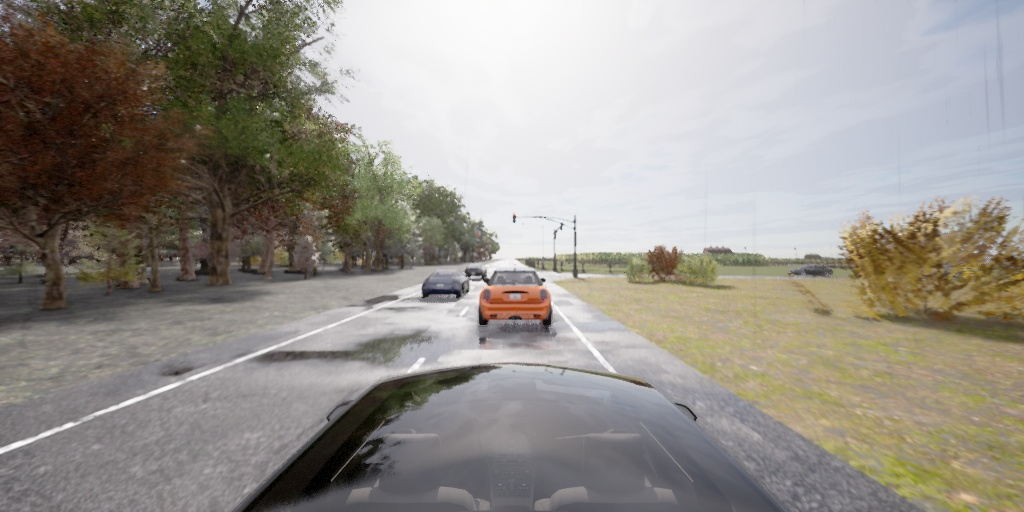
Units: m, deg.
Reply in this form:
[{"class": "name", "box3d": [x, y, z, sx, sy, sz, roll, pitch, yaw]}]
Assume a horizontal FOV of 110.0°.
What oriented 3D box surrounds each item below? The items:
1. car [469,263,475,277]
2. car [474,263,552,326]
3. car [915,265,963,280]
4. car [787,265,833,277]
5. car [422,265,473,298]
[{"class": "car", "box3d": [-3.437, 1.398, 34.022, 1.812, 1.442, 4.674, 0, 0, 0]}, {"class": "car", "box3d": [0.089, 1.142, 11.964, 2.097, 1.767, 4.553, 0, 0, 0]}, {"class": "car", "box3d": [47.770, 1.900, 41.115, 4.902, 1.511, 2.128, 1, -1, 1]}, {"class": "car", "box3d": [37.104, 1.871, 44.746, 4.892, 1.490, 1.837, 1, -1, 0]}, {"class": "car", "box3d": [-3.419, 1.380, 19.087, 1.994, 1.385, 4.181, 0, 0, 0]}]
